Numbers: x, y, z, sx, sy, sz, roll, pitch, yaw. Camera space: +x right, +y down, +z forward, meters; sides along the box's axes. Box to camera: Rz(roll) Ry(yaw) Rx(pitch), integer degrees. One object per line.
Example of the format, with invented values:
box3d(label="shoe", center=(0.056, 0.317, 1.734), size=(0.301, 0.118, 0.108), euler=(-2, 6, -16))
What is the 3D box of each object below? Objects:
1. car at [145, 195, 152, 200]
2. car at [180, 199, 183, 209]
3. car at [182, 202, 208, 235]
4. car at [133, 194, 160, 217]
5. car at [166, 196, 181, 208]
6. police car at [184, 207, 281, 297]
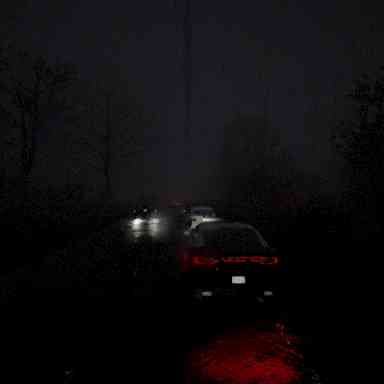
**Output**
box3d(label="car", center=(-12.427, 1.523, 94.790), size=(1.837, 1.490, 4.892), euler=(0, 0, -11))
box3d(label="car", center=(0.243, 1.501, 24.699), size=(1.837, 1.490, 4.892), euler=(0, 0, -3))
box3d(label="car", center=(0.519, 1.523, 18.676), size=(1.812, 1.442, 4.674), euler=(0, 0, -2))
box3d(label="car", center=(-4.174, 1.218, 31.236), size=(2.150, 2.045, 5.566), euler=(0, 0, -4))
box3d(label="car", center=(-2.273, 1.474, 47.033), size=(1.882, 1.535, 5.008), euler=(0, 0, -5))
box3d(label="police car", center=(0.813, 1.423, 8.742), size=(1.930, 1.638, 5.238), euler=(0, 0, -1))
